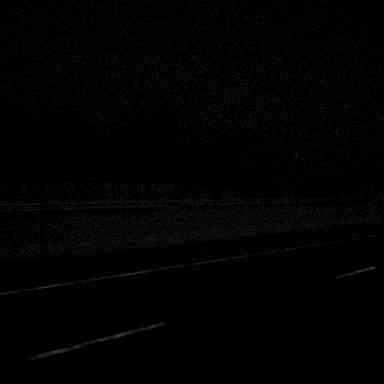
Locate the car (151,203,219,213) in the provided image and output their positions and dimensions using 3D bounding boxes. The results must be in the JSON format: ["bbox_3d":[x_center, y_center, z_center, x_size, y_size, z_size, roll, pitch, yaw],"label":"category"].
[{"bbox_3d":[-0.792,1.477,20.619,5.008,1.535,1.882,0,0,-35],"label":"car"}]

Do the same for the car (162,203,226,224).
[{"bbox_3d":[0.217,1.601,25.629,4.718,1.301,1.895,0,0,-35],"label":"car"}]
